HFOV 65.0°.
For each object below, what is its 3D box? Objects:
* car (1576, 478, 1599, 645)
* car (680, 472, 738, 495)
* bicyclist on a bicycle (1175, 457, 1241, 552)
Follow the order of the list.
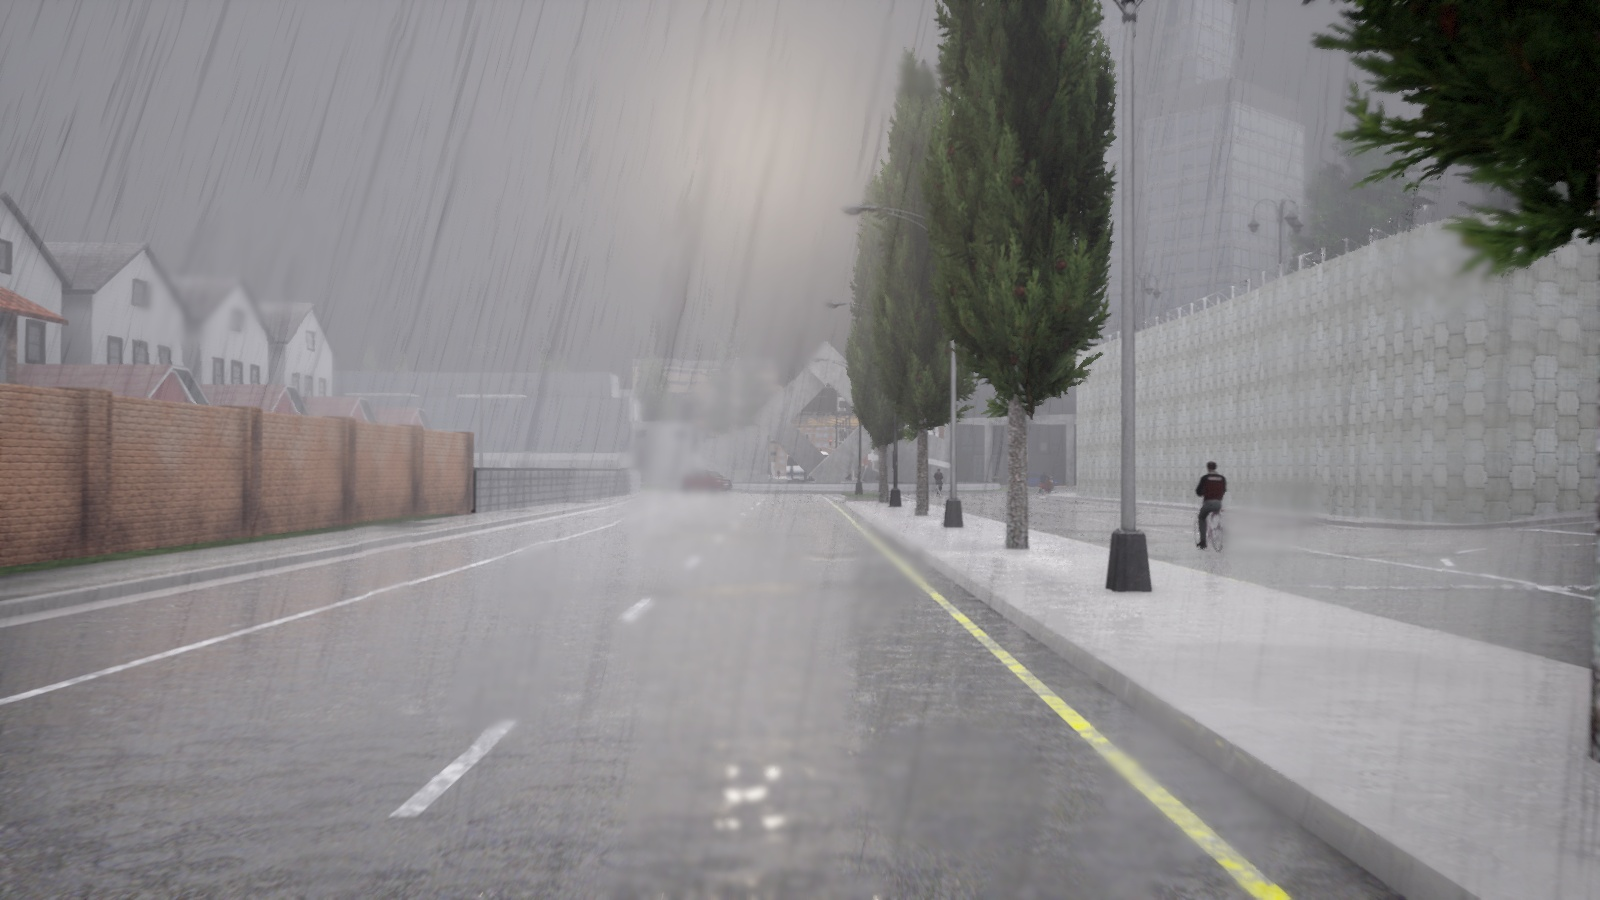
[{"bbox_3d":[7.977,0.952,9.314,1.816,1.474,4.193,0,-1,0],"label":"car"},{"bbox_3d":[-6.174,2.243,85.114,3.705,1.549,1.789,-1,-1,39],"label":"car"},{"bbox_3d":[7.937,1.042,24.508,0.659,1.776,1.843,-1,-1,0],"label":"bicyclist on a bicycle"}]
